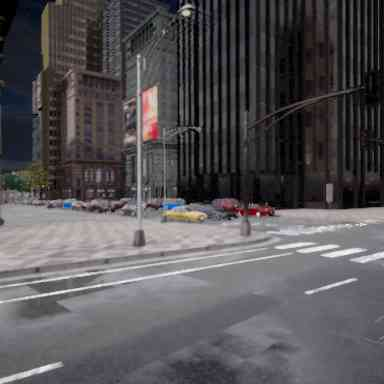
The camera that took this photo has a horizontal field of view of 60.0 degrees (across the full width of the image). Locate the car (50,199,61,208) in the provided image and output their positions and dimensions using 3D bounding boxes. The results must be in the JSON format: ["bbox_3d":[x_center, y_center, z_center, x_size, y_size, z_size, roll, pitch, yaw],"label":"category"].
[{"bbox_3d":[-26.221,2.346,64.594,1.967,1.590,4.097,-1,0,-35],"label":"car"}]

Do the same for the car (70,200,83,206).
[{"bbox_3d":[-29.011,2.648,83.256,1.947,1.339,4.313,-1,0,-35],"label":"car"}]

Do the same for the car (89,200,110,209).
[{"bbox_3d":[-17.325,2.329,62.038,2.033,1.411,5.357,0,-1,-35],"label":"car"}]

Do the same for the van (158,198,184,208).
[{"bbox_3d":[-2.526,1.819,45.975,1.690,1.788,3.998,-1,0,-35],"label":"van"}]

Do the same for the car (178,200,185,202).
[{"bbox_3d":[0.419,1.990,41.824,1.802,1.307,4.206,-1,0,-35],"label":"car"}]

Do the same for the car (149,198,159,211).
[{"bbox_3d":[-5.467,1.861,50.127,2.192,1.841,5.009,-1,0,-35],"label":"car"}]

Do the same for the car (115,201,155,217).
[{"bbox_3d":[-6.317,1.995,36.561,2.008,1.369,4.403,-1,0,-35],"label":"car"}]

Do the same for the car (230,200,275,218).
[{"bbox_3d":[6.298,1.814,33.521,1.887,1.381,4.507,-1,0,-35],"label":"car"}]

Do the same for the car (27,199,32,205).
[{"bbox_3d":[-38.669,2.763,82.134,1.802,1.307,4.206,-1,0,-35],"label":"car"}]

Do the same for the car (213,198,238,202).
[{"bbox_3d":[3.353,1.654,37.673,2.192,1.841,5.009,-1,0,-35],"label":"car"}]

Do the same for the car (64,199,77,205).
[{"bbox_3d":[-32.022,2.698,87.497,2.008,1.369,4.403,-1,0,-35],"label":"car"}]

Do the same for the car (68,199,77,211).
[{"bbox_3d":[-17.633,2.148,52.497,1.967,1.590,4.097,-1,0,-35],"label":"car"}]

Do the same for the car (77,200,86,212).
[{"bbox_3d":[-14.803,2.187,48.513,1.887,1.381,4.507,-1,0,-35],"label":"car"}]

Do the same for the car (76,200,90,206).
[{"bbox_3d":[-25.999,2.582,79.013,1.947,1.339,4.313,-1,0,-35],"label":"car"}]

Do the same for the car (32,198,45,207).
[{"bbox_3d":[-35.558,2.659,77.750,1.887,1.381,4.507,-1,0,-35],"label":"car"}]

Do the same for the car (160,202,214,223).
[{"bbox_3d":[-0.563,1.834,28.455,1.752,1.417,4.829,-1,0,-35],"label":"car"}]

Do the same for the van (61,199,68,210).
[{"bbox_3d":[-20.463,2.115,56.481,1.690,1.788,3.998,-1,0,-35],"label":"van"}]

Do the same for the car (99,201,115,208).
[{"bbox_3d":[-16.965,2.394,66.287,1.802,1.307,4.206,-1,0,-35],"label":"car"}]

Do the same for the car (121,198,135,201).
[{"bbox_3d":[-11.283,2.121,53.613,1.882,1.535,5.008,0,-1,-35],"label":"car"}]

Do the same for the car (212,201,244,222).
[{"bbox_3d":[1.791,1.839,29.756,2.033,1.411,5.357,0,-1,-35],"label":"car"}]

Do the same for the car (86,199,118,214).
[{"bbox_3d":[-11.979,1.892,44.529,2.192,1.841,5.009,-1,0,-35],"label":"car"}]

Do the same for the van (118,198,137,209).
[{"bbox_3d":[-11.346,2.024,58.430,1.690,1.788,3.998,-1,0,-35],"label":"van"}]
